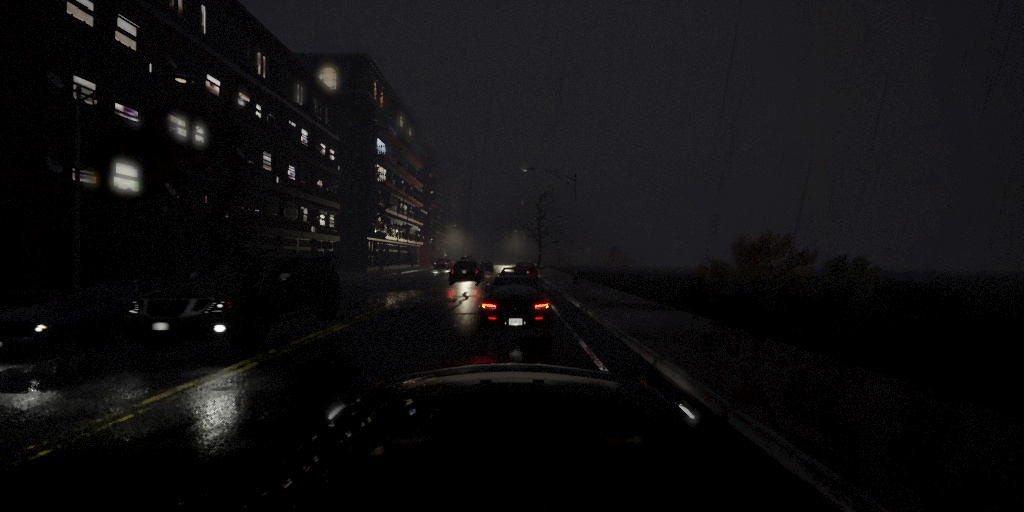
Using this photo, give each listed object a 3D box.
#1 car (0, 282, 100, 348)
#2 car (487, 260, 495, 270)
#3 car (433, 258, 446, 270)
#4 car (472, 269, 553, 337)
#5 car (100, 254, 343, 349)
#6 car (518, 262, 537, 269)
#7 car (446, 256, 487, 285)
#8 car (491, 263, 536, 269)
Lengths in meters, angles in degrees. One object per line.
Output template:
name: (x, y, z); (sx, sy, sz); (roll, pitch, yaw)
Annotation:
car: (-9.866, 1.299, 9.500); (2.033, 1.411, 5.357); (0, 0, 0)
car: (-3.235, 1.244, 43.929); (2.128, 1.511, 4.902); (0, 0, 0)
car: (-9.946, 1.104, 51.700); (2.097, 1.767, 4.553); (0, 0, 0)
car: (0.075, 1.277, 10.168); (1.812, 1.442, 4.674); (0, 0, 0)
car: (-6.618, 0.973, 9.515); (2.150, 2.045, 5.566); (0, 0, 0)
car: (1.081, 1.231, 29.863); (1.882, 1.535, 5.008); (0, 0, 0)
car: (-3.201, 1.105, 26.113); (2.097, 1.767, 4.553); (0, 0, 0)
car: (0.063, 1.317, 20.335); (1.994, 1.385, 4.181); (0, 0, 0)
